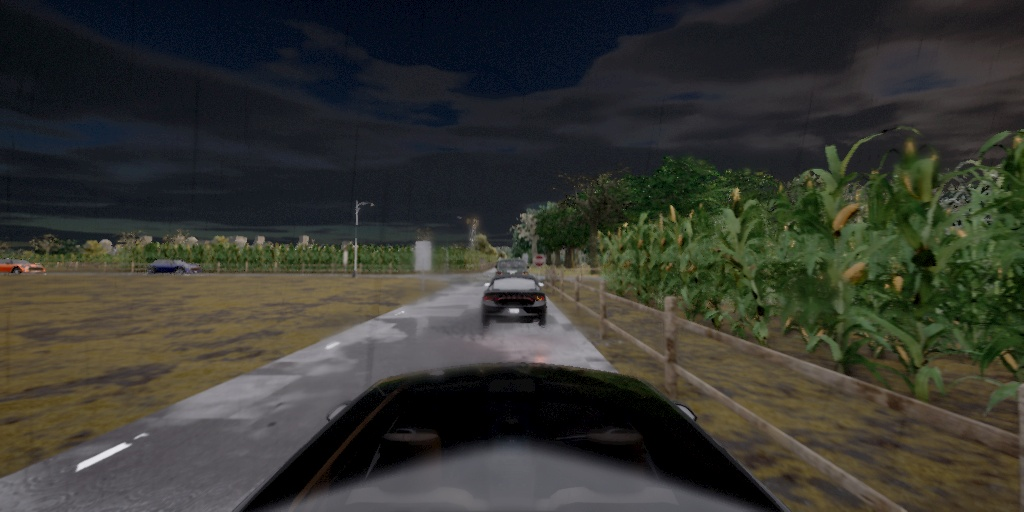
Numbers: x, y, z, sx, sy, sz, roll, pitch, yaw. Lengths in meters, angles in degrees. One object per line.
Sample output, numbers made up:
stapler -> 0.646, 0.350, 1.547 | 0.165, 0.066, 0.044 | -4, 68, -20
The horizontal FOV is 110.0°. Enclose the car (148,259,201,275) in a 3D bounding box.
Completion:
car -> -37.097, 1.156, 39.567 | 4.553, 1.767, 2.097 | 0, -2, 0

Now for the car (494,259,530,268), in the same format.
car -> 0.003, 1.209, 23.986 | 2.150, 2.045, 5.566 | 0, -1, 0

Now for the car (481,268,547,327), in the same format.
car -> 0.073, 1.337, 12.015 | 1.882, 1.535, 5.008 | 0, -1, 0
